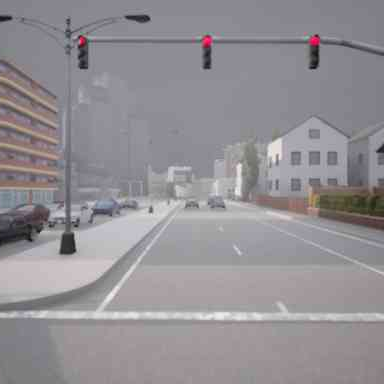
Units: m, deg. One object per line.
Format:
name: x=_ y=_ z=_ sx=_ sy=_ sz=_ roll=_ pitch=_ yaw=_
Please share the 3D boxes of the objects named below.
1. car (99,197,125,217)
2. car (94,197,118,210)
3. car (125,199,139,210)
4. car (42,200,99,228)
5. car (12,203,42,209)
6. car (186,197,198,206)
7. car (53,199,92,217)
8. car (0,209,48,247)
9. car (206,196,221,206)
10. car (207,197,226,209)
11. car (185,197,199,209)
car: x=-8.082 y=1.495 z=31.768 sx=1.882 sy=1.535 sz=5.008 roll=0 pitch=0 yaw=0
car: x=-11.535 y=1.528 z=45.002 sx=1.837 sy=1.490 sz=4.892 roll=0 pitch=0 yaw=1
car: x=-8.041 y=1.587 z=42.753 sx=1.994 sy=1.385 sz=4.181 roll=0 pitch=0 yaw=0
car: x=-8.088 y=1.538 z=22.670 sx=1.812 sy=1.442 sz=4.674 roll=0 pitch=0 yaw=0
car: x=-11.585 y=1.539 z=23.596 sx=1.812 sy=1.442 sz=4.674 roll=0 pitch=0 yaw=0
car: x=0.006 y=1.555 z=55.556 sx=1.812 sy=1.442 sz=4.674 roll=0 pitch=0 yaw=0
car: x=-11.576 y=1.509 z=32.629 sx=2.128 sy=1.511 sz=4.902 roll=0 pitch=0 yaw=0
car: x=-8.088 y=1.609 z=13.781 sx=1.895 sy=1.301 sz=4.718 roll=0 pitch=0 yaw=1
car: x=3.506 y=1.521 z=55.556 sx=2.128 sy=1.511 sz=4.902 roll=0 pitch=0 yaw=0
car: x=3.505 y=1.572 z=45.139 sx=2.033 sy=1.411 sz=5.357 roll=0 pitch=0 yaw=0
car: x=0.005 y=1.550 z=45.556 sx=1.812 sy=1.442 sz=4.674 roll=0 pitch=0 yaw=0
